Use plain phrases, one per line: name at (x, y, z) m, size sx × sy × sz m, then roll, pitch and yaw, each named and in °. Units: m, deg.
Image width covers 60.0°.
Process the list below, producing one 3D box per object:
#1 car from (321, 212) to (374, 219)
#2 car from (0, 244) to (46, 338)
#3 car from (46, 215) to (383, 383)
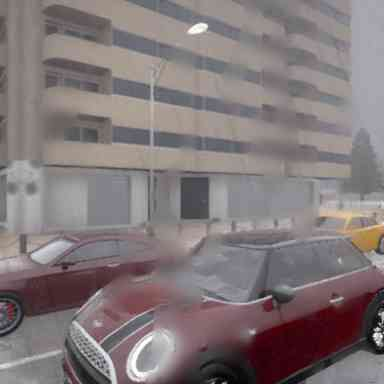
car at (5.277, 1.507, 12.038) m, size 5.008 × 1.535 × 1.882 m, roll 0°, pitch 0°, yaw -35°
car at (-2.177, 1.530, 6.728) m, size 4.674 × 1.442 × 1.812 m, roll 0°, pitch 0°, yaw -35°
car at (0.729, 1.360, 4.500) m, size 4.553 × 1.767 × 2.097 m, roll 0°, pitch 0°, yaw -35°
